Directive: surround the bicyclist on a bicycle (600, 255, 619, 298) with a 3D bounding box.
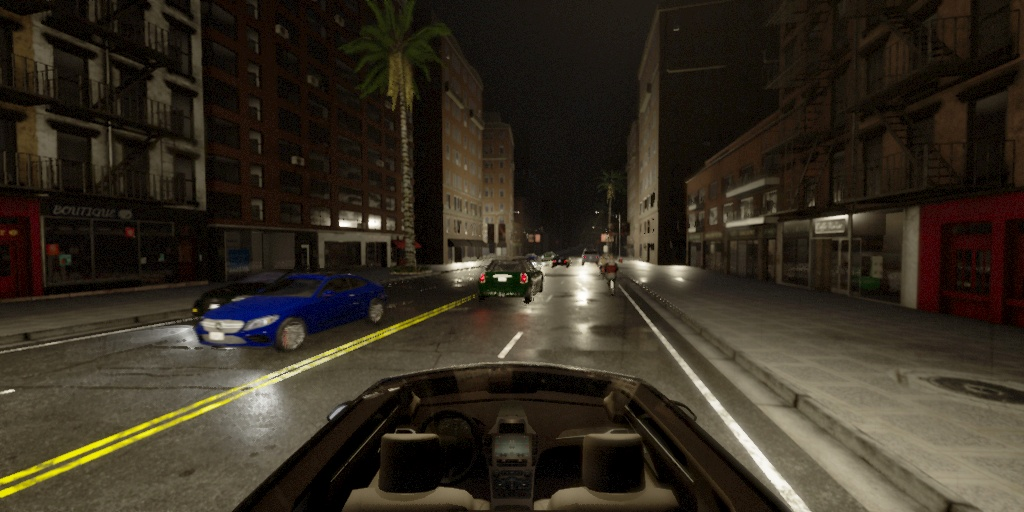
[{"bbox_3d":[4.177,0.865,15.106,0.659,1.776,1.843,0,1,12],"label":"bicyclist on a bicycle"}]

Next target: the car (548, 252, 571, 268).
[{"bbox_3d":[5.663,0.600,41.018,2.033,1.411,5.357,0,1,12],"label":"car"}]

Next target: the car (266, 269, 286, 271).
[{"bbox_3d":[-7.580,1.140,11.598,1.994,1.385,4.181,0,1,12],"label":"car"}]

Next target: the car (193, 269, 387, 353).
[{"bbox_3d":[-4.866,1.150,8.777,1.812,1.442,4.674,0,1,12],"label":"car"}]

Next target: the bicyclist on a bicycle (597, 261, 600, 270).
[{"bbox_3d":[6.192,0.767,24.277,0.866,1.612,1.509,0,1,12],"label":"bicyclist on a bicycle"}]

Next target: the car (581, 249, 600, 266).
[{"bbox_3d":[9.968,0.196,45.580,2.150,2.045,5.566,0,1,12],"label":"car"}]

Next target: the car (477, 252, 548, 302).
[{"bbox_3d":[0.098,0.848,15.379,2.097,1.767,4.553,0,1,12],"label":"car"}]
